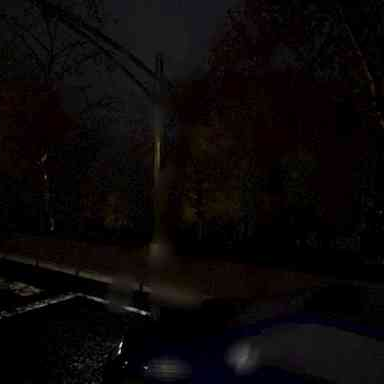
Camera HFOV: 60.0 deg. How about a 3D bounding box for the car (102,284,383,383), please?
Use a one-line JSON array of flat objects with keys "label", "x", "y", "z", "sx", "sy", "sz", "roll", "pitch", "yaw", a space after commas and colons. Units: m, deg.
[{"label": "car", "x": 1.158, "y": 1.564, "z": 2.857, "sx": 4.181, "sy": 1.385, "sz": 1.994, "roll": 0, "pitch": 0, "yaw": 35}]
